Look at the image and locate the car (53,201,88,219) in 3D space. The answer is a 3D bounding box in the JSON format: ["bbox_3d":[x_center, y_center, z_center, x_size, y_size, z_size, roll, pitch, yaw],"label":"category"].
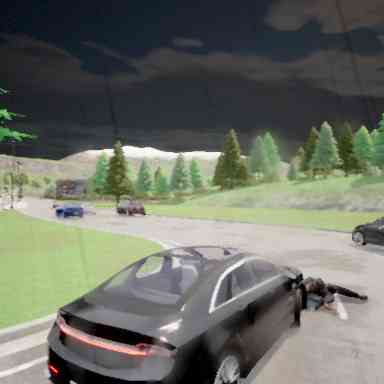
[{"bbox_3d":[-12.842,1.948,34.804,1.882,1.535,5.008,1,-1,-35],"label":"car"}]

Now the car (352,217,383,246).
[{"bbox_3d":[8.757,1.747,14.006,1.837,1.490,4.892,2,-1,-5],"label":"car"}]

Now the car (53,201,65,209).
[{"bbox_3d":[-25.750,2.460,64.247,1.895,1.301,4.718,1,-1,-26],"label":"car"}]

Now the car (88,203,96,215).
[{"bbox_3d":[-13.584,2.104,42.251,1.812,1.442,4.674,1,-1,-33],"label":"car"}]

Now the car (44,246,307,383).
[{"bbox_3d":[0.334,1.569,4.960,2.128,1.511,4.902,0,-1,32],"label":"car"}]

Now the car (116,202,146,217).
[{"bbox_3d":[-7.241,1.906,39.041,2.097,1.767,4.553,1,-1,-35],"label":"car"}]
